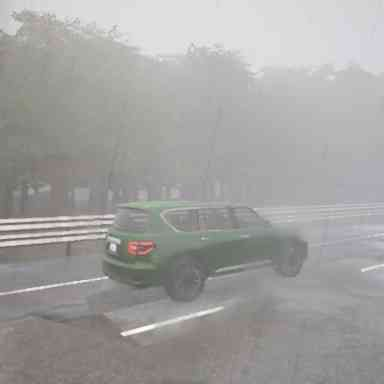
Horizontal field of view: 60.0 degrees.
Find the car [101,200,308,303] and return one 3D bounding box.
[{"bbox_3d":[0.550,1.220,8.450,5.566,2.045,2.150,0,0,-36],"label":"car"}]
